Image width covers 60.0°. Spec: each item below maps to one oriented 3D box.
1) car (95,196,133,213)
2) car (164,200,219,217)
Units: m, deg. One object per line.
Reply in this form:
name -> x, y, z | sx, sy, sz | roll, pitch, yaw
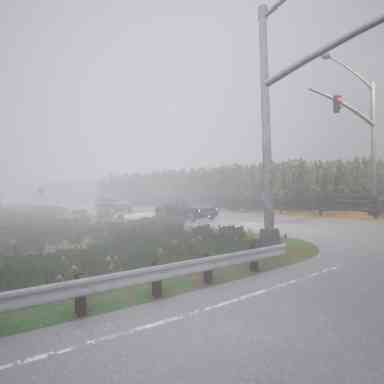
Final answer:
car -> -7.071, 1.128, 29.795 | 1.837, 1.490, 4.892 | -3, 2, -40
car -> -0.405, 1.185, 21.994 | 1.895, 1.301, 4.718 | -3, 2, -41
